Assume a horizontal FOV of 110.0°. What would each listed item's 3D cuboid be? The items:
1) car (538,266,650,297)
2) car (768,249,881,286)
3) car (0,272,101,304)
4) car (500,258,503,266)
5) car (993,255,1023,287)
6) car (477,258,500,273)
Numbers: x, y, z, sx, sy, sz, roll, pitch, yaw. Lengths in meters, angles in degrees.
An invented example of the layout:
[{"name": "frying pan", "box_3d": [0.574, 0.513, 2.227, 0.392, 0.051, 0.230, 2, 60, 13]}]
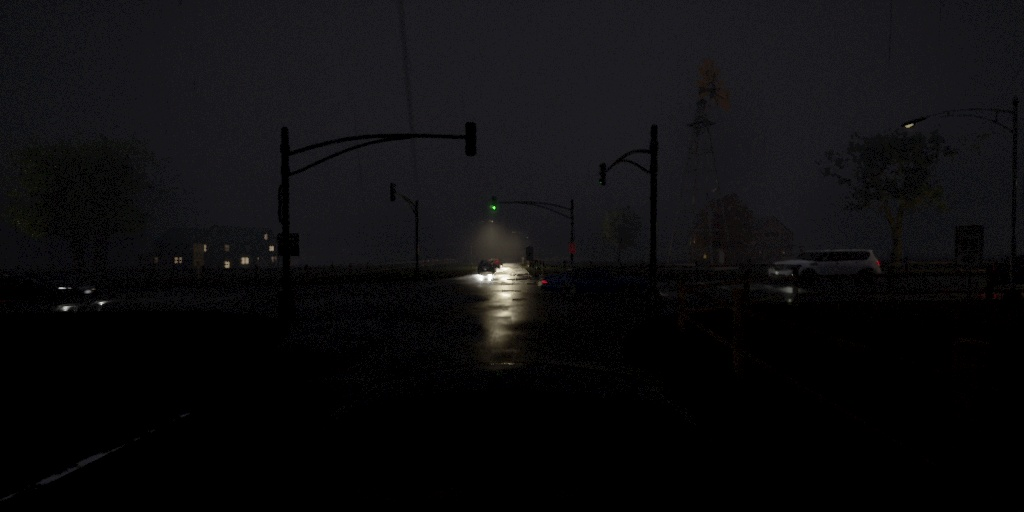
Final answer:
[{"name": "car", "box_3d": [4.009, 1.220, 17.829, 5.357, 1.411, 2.033, -1, 1, 0]}, {"name": "car", "box_3d": [18.579, 0.622, 21.414, 5.566, 2.045, 2.150, -1, 1, 0]}, {"name": "car", "box_3d": [-23.559, 1.545, 17.840, 4.902, 1.511, 2.128, -1, 1, 0]}, {"name": "car", "box_3d": [-2.864, 1.112, 55.780, 1.882, 1.535, 5.008, 0, 1, 0]}, {"name": "car", "box_3d": [27.016, 0.714, 17.813, 4.553, 1.767, 2.097, -1, 1, 0]}, {"name": "car", "box_3d": [-2.841, 1.152, 40.668, 2.128, 1.511, 4.902, 0, 0, 0]}]
